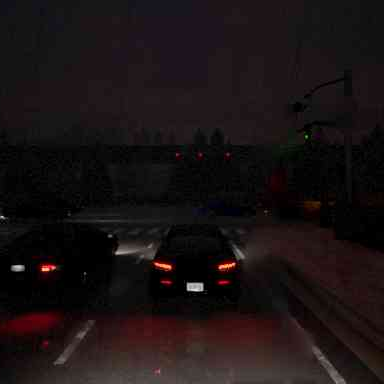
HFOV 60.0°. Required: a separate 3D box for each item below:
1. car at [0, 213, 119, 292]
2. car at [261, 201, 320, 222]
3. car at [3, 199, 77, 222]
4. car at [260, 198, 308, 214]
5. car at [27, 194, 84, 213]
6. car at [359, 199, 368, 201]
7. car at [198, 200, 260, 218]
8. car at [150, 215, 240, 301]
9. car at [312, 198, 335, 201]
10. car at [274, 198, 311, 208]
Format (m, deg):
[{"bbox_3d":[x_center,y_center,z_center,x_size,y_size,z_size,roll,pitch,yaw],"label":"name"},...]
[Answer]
[{"bbox_3d":[-3.420,1.547,9.050,2.033,1.411,5.357,0,0,0],"label":"car"},{"bbox_3d":[8.084,1.601,25.689,4.718,1.301,1.895,0,0,0],"label":"car"},{"bbox_3d":[-11.977,1.492,25.803,4.902,1.511,2.128,0,0,0],"label":"car"},{"bbox_3d":[8.598,1.351,32.686,4.553,1.767,2.097,0,0,0],"label":"car"},{"bbox_3d":[-13.564,1.224,32.814,5.566,2.045,2.150,0,0,0],"label":"car"},{"bbox_3d":[23.228,1.601,46.813,4.718,1.301,1.895,0,0,0],"label":"car"},{"bbox_3d":[3.047,1.477,29.217,5.008,1.535,1.882,0,0,0],"label":"car"},{"bbox_3d":[0.072,1.526,8.229,1.812,1.442,4.674,0,0,0],"label":"car"},{"bbox_3d":[16.920,1.491,43.340,4.902,1.511,2.128,0,0,0],"label":"car"},{"bbox_3d":[14.121,1.526,46.855,4.674,1.442,1.812,0,0,2],"label":"car"}]
